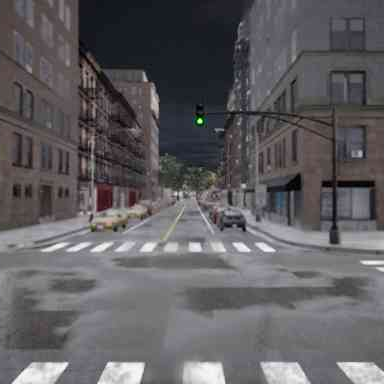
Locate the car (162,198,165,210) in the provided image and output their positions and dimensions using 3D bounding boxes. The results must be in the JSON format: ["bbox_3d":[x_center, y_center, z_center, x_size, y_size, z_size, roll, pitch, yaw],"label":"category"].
[{"bbox_3d":[-5.506,2.089,49.814,1.967,1.590,4.097,0,-1,0],"label":"car"}]

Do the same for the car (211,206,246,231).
[{"bbox_3d":[2.590,1.847,22.421,2.008,1.369,4.403,0,-1,0],"label":"car"}]

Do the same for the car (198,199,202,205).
[{"bbox_3d":[2.526,2.279,55.310,2.008,1.369,4.403,0,-1,0],"label":"car"}]

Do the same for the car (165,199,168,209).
[{"bbox_3d":[-5.515,2.272,55.294,2.008,1.369,4.403,0,-1,0],"label":"car"}]

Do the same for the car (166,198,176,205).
[{"bbox_3d":[-5.567,2.471,88.187,2.192,1.841,5.009,0,-1,0],"label":"car"}]

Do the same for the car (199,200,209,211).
[{"bbox_3d":[2.537,2.207,49.828,2.008,1.369,4.403,0,-1,0],"label":"car"}]

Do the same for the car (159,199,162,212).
[{"bbox_3d":[-5.497,2.017,44.333,1.967,1.590,4.097,0,-1,0],"label":"car"}]

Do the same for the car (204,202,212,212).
[{"bbox_3d":[2.569,1.991,33.384,2.008,1.369,4.403,0,-1,0],"label":"car"}]

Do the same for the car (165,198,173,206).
[{"bbox_3d":[-5.532,2.181,66.261,2.192,1.841,5.009,0,-1,0],"label":"car"}]

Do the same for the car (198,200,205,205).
[{"bbox_3d":[2.462,2.745,88.198,1.802,1.307,4.206,0,-1,0],"label":"car"}]

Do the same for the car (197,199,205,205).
[{"bbox_3d":[2.451,2.786,93.680,2.008,1.369,4.403,0,-1,0],"label":"car"}]

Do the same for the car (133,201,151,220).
[{"bbox_3d":[-5.480,1.956,33.198,1.752,1.417,4.829,0,-1,0],"label":"car"}]

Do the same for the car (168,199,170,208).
[{"bbox_3d":[-5.524,2.359,60.776,1.947,1.339,4.313,0,-1,0],"label":"car"}]

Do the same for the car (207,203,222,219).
[{"bbox_3d":[2.580,1.913,27.902,1.887,1.381,4.507,0,-1,0],"label":"car"}]

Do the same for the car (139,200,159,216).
[{"bbox_3d":[-5.488,1.820,38.853,2.192,1.841,5.009,0,-1,0],"label":"car"}]

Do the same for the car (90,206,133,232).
[{"bbox_3d":[-5.462,1.812,22.236,1.752,1.417,4.829,0,-1,0],"label":"car"}]
